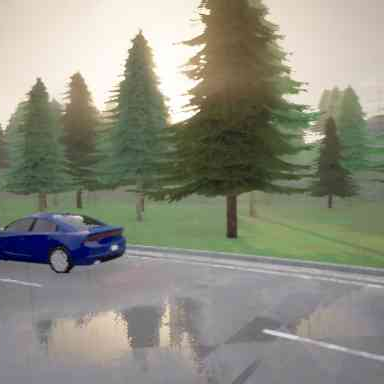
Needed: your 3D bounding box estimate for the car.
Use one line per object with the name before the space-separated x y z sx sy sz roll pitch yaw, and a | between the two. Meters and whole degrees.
car | -4.374 1.363 10.014 5.008 1.535 1.882 0 0 24
